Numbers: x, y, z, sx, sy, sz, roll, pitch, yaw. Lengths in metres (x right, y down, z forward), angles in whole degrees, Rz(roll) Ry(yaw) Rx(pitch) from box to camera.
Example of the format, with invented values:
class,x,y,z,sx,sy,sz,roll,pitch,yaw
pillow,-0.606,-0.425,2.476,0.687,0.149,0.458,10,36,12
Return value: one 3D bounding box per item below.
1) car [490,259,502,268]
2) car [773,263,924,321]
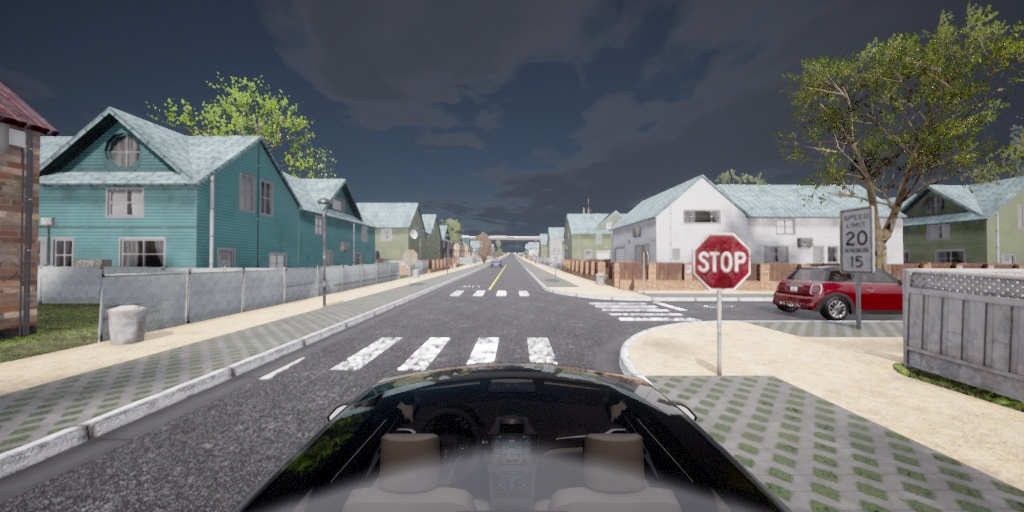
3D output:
class,x,y,z,sx,sy,sz,roll,pitch,yaw
car,-2.625,1.199,61.244,1.812,1.442,4.674,0,0,0
car,11.509,1.124,11.969,4.553,1.767,2.097,0,-1,-1
